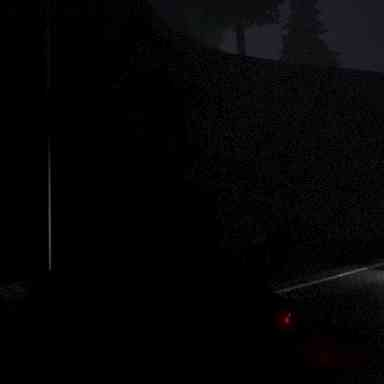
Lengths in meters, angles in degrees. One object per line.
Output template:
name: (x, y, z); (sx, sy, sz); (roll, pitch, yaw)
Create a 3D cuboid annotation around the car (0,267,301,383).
car: (-1.245, 1.548, 3.154); (5.357, 1.411, 2.033); (0, 0, -36)
